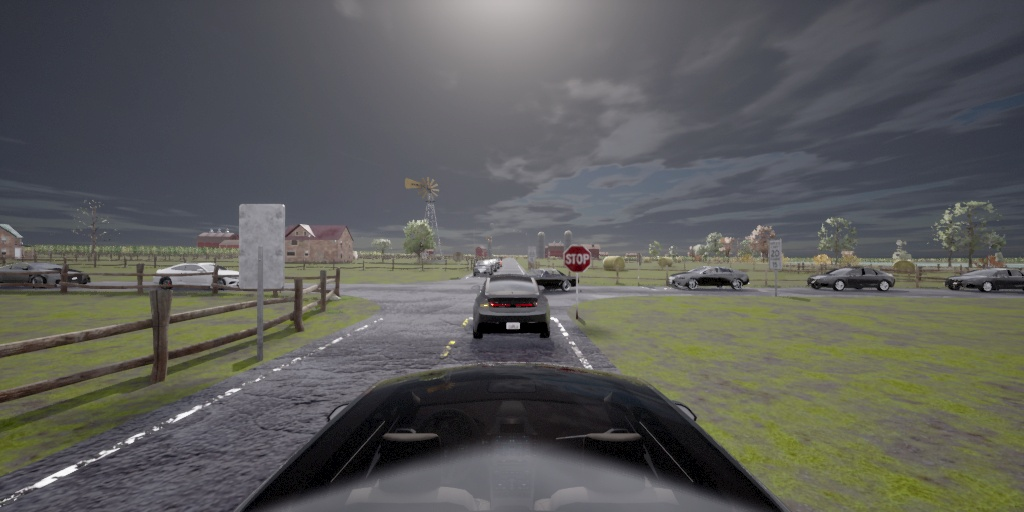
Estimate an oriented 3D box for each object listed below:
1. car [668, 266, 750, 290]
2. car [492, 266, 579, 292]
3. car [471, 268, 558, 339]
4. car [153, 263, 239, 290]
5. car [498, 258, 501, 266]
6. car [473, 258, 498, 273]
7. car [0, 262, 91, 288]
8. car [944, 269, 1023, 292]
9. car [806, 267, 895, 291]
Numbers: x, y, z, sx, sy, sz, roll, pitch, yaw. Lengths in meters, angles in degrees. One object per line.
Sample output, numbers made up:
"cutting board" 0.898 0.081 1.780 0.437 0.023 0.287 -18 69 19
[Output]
"car" 12.785 1.396 23.413 4.902 1.511 2.128 1 -1 -2
"car" 1.488 1.369 20.178 4.718 1.301 1.895 1 0 -35
"car" -0.079 1.256 10.131 1.837 1.490 4.892 0 0 -2
"car" -17.255 1.104 20.077 4.674 1.442 1.812 1 -1 -1
"car" -2.878 1.241 46.262 2.128 1.511 4.902 0 0 0
"car" -2.880 1.243 36.816 2.128 1.511 4.902 0 0 0
"car" -26.374 1.048 19.950 4.181 1.385 1.994 1 -1 -1
"car" 31.689 1.587 23.716 4.892 1.490 1.837 1 -1 -1
"car" 22.187 1.499 23.589 4.892 1.490 1.837 1 -1 -1
